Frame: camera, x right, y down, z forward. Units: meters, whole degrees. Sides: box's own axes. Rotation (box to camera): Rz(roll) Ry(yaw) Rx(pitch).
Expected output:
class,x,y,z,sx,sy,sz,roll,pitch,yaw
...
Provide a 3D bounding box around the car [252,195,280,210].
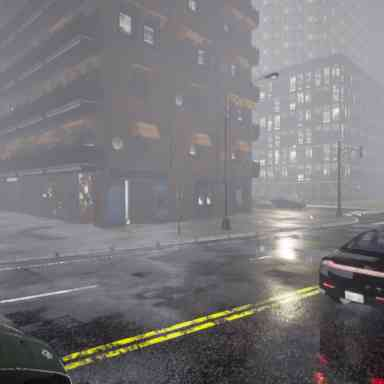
class,x,y,z,sx,sy,sz,roll,pitch,yaw
car,6.965,1.192,37.140,4.829,1.417,1.752,1,0,44

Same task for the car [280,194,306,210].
class,x,y,z,sx,sy,sz,roll,pitch,yaw
car,10.545,1.255,37.404,4.181,1.385,1.994,1,1,44

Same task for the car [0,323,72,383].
class,x,y,z,sx,sy,sz,roll,pitch,yaw
car,-2.821,1.353,1.471,4.553,1.767,2.097,0,0,-36

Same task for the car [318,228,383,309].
class,x,y,z,sx,sy,sz,roll,pitch,yaw
car,4.589,1.490,6.844,4.902,1.511,2.128,0,0,-36

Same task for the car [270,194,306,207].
class,x,y,z,sx,sy,sz,roll,pitch,yaw
car,12.580,1.056,43.599,4.097,1.590,1.967,1,0,44

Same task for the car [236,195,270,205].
class,x,y,z,sx,sy,sz,roll,pitch,yaw
car,8.650,1.098,47.239,4.313,1.339,1.947,1,0,44
